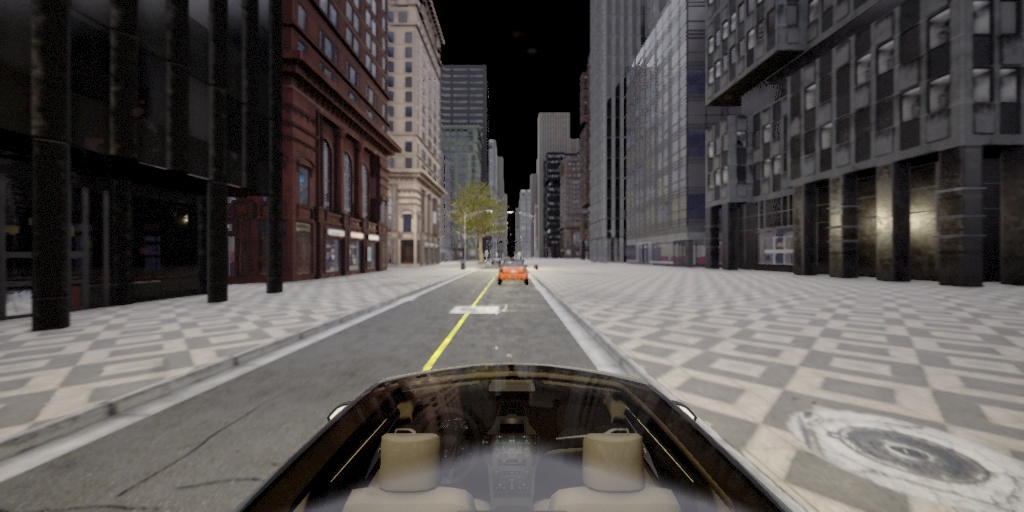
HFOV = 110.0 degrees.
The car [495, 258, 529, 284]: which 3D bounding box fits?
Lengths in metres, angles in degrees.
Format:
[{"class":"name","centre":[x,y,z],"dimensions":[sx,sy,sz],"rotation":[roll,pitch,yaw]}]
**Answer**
[{"class":"car","centre":[0.073,1.005,25.897],"dimensions":[2.097,1.767,4.553],"rotation":[0,0,0]}]
